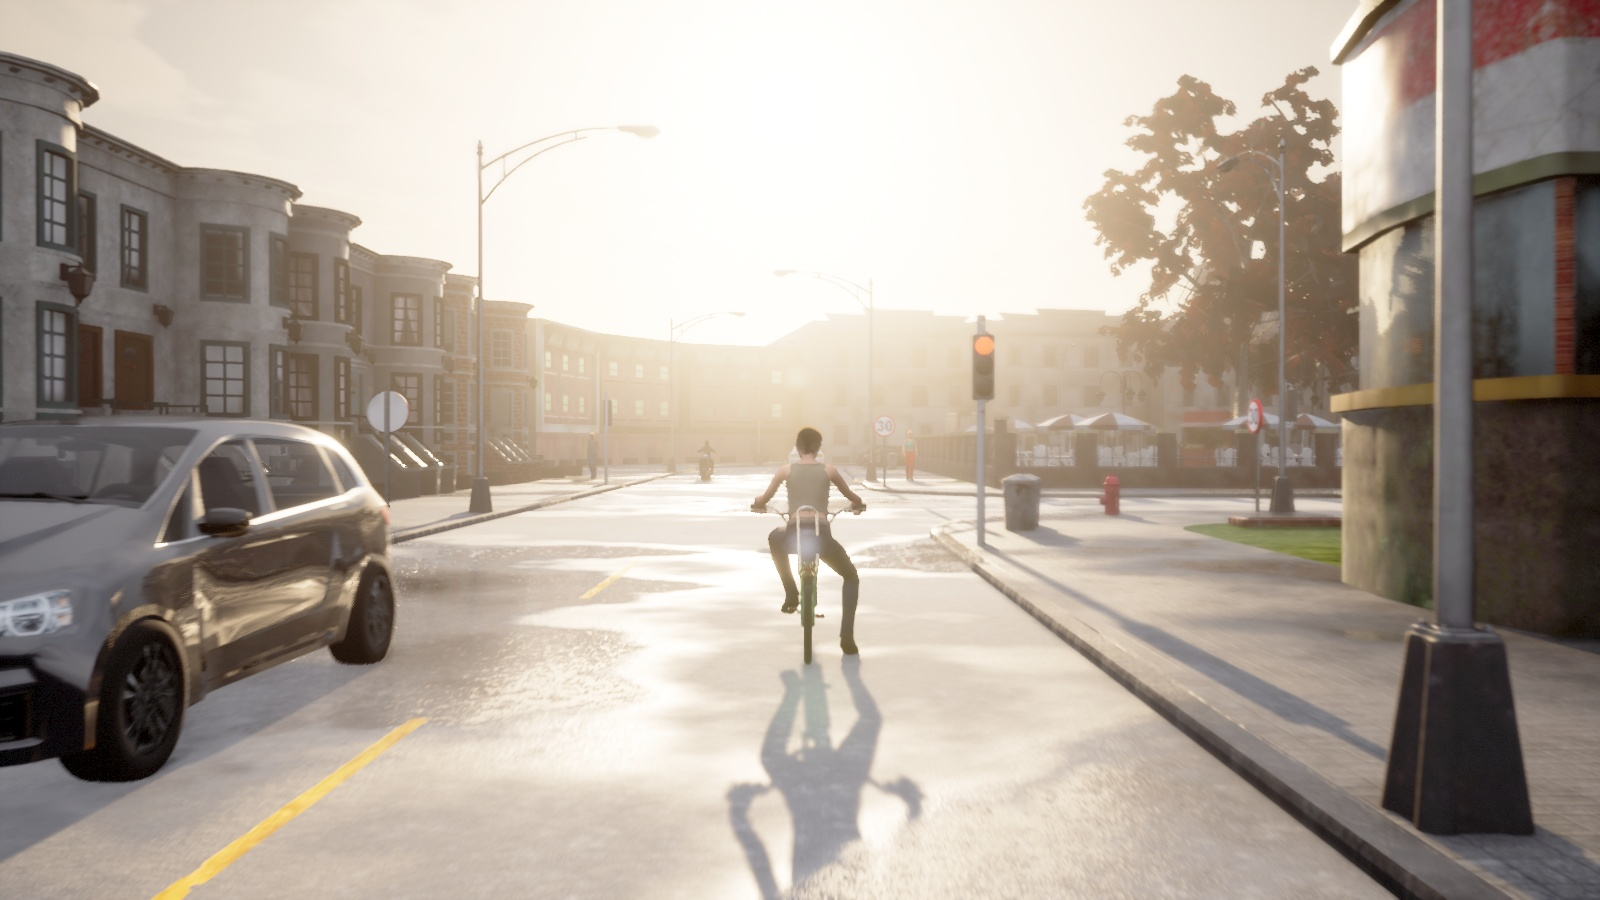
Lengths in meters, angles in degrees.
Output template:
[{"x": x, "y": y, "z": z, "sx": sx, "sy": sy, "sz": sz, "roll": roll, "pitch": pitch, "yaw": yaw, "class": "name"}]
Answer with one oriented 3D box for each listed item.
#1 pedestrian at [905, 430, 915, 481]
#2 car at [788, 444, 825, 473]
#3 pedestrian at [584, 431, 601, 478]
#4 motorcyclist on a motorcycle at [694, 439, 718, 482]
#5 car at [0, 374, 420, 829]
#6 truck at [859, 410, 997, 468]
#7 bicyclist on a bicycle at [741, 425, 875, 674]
[{"x": 3.990, "y": 0.204, "z": 45.447, "sx": 0.345, "sy": 1.836, "sz": 0.594, "roll": 0, "pitch": 0, "yaw": 8, "class": "pedestrian"}, {"x": 0.336, "y": 0.413, "z": 63.978, "sx": 1.812, "sy": 1.442, "sz": 4.674, "roll": 0, "pitch": 0, "yaw": 0, "class": "car"}, {"x": -8.043, "y": 0.173, "z": 48.689, "sx": 0.354, "sy": 1.836, "sz": 0.706, "roll": 0, "pitch": 0, "yaw": 16, "class": "pedestrian"}, {"x": -3.728, "y": 0.413, "z": 49.870, "sx": 0.766, "sy": 1.649, "sz": 2.350, "roll": 0, "pitch": 0, "yaw": 0, "class": "motorcyclist on a motorcycle"}, {"x": -3.937, "y": 0.550, "z": 6.924, "sx": 2.242, "sy": 1.667, "sz": 4.611, "roll": 0, "pitch": 0, "yaw": 1, "class": "car"}, {"x": 7.833, "y": -0.662, "z": 76.977, "sx": 7.936, "sy": 3.462, "sz": 2.891, "roll": 0, "pitch": 0, "yaw": -15, "class": "truck"}, {"x": 0.058, "y": 0.632, "z": 8.888, "sx": 0.866, "sy": 1.612, "sz": 1.509, "roll": 0, "pitch": 1, "yaw": 1, "class": "bicyclist on a bicycle"}]
